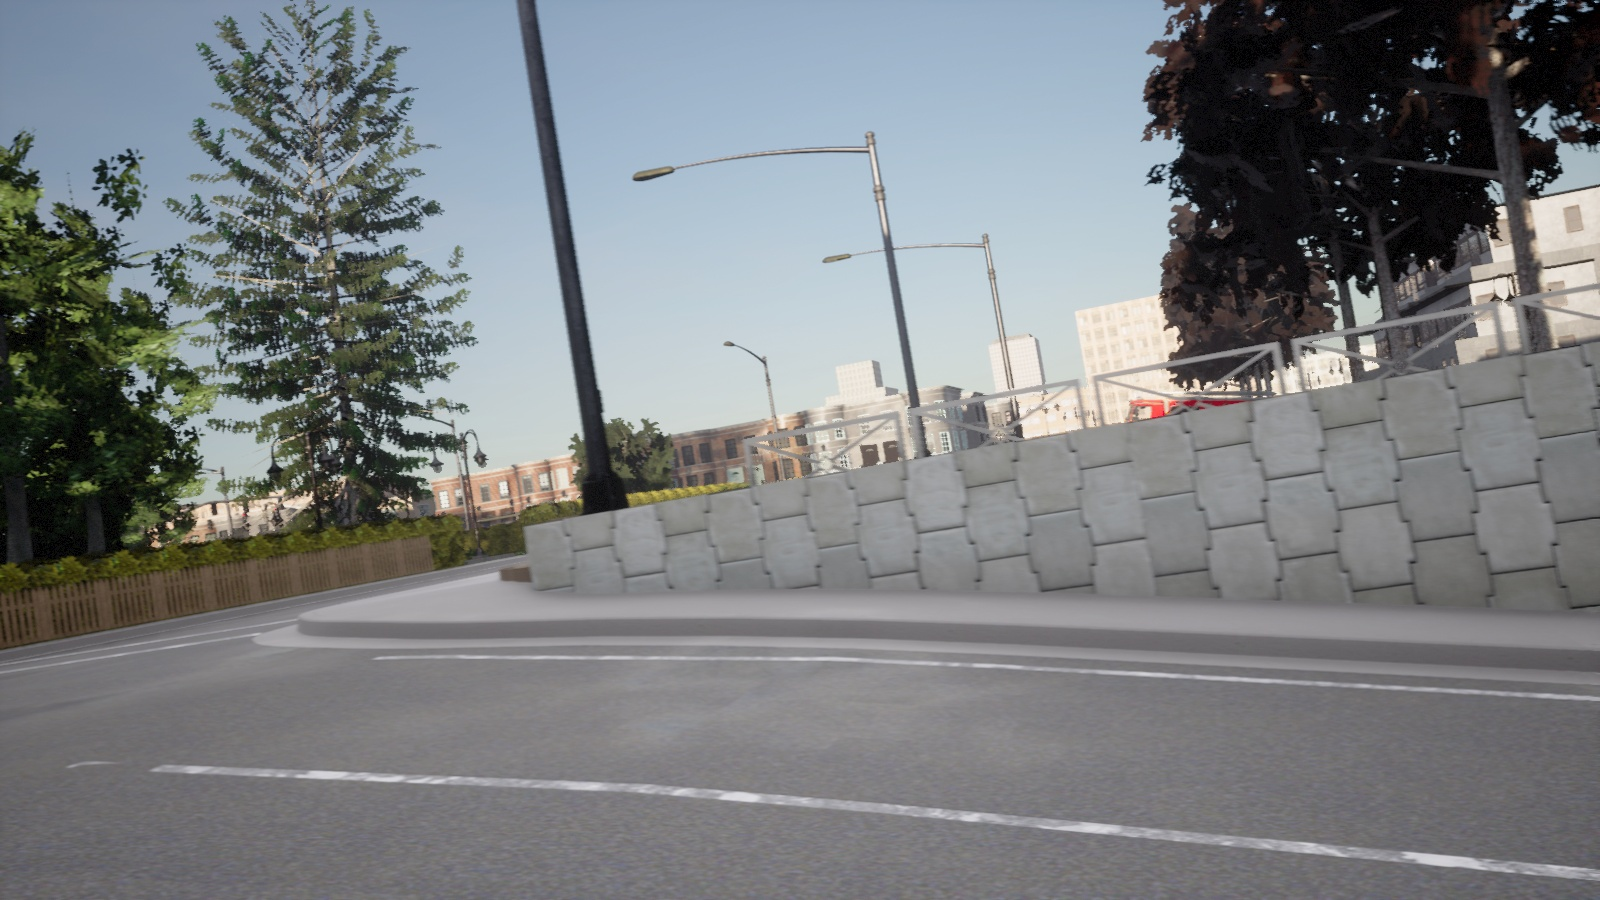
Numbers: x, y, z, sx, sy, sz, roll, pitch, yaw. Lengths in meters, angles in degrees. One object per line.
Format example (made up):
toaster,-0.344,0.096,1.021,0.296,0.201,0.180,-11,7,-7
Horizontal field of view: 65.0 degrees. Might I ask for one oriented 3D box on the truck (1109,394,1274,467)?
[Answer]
truck,21.676,-1.117,69.838,8.468,3.827,2.891,2,1,18
